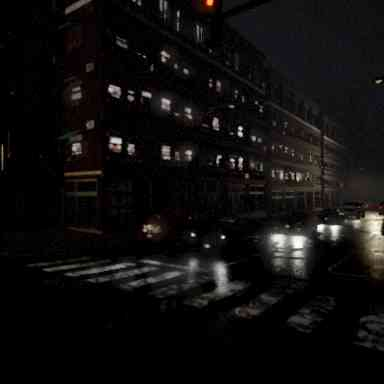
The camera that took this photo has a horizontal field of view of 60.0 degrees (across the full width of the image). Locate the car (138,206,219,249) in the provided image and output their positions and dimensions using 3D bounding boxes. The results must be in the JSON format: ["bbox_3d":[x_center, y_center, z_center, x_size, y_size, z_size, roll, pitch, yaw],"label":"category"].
[{"bbox_3d":[-0.391,1.617,16.389,2.192,1.841,5.009,-2,-2,35],"label":"car"}]

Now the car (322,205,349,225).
[{"bbox_3d":[12.825,2.206,30.754,1.994,1.385,4.181,0,-1,34],"label":"car"}]

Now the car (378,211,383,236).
[{"bbox_3d":[13.000,2.050,20.966,1.802,1.307,4.206,-2,-2,35],"label":"car"}]

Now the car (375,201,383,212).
[{"bbox_3d":[26.329,2.198,44.478,2.150,2.045,5.566,0,-1,35],"label":"car"}]

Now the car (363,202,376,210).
[{"bbox_3d":[38.688,3.004,72.286,1.967,1.590,4.097,-2,-2,35],"label":"car"}]

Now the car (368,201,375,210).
[{"bbox_3d":[35.430,2.772,67.633,2.192,1.841,5.009,-2,-2,35],"label":"car"}]

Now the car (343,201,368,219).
[{"bbox_3d":[19.001,2.061,39.500,2.150,2.045,5.566,0,-1,35],"label":"car"}]

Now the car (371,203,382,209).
[{"bbox_3d":[45.201,3.344,81.599,1.947,1.339,4.313,-2,-2,35],"label":"car"}]

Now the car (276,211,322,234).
[{"bbox_3d":[7.111,2.023,22.580,1.994,1.385,4.181,0,-1,34],"label":"car"}]

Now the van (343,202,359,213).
[{"bbox_3d":[25.662,2.480,53.656,1.690,1.788,3.998,-2,-2,35],"label":"van"}]

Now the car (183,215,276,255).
[{"bbox_3d":[1.871,1.894,15.107,1.895,1.301,4.718,0,-1,36],"label":"car"}]
